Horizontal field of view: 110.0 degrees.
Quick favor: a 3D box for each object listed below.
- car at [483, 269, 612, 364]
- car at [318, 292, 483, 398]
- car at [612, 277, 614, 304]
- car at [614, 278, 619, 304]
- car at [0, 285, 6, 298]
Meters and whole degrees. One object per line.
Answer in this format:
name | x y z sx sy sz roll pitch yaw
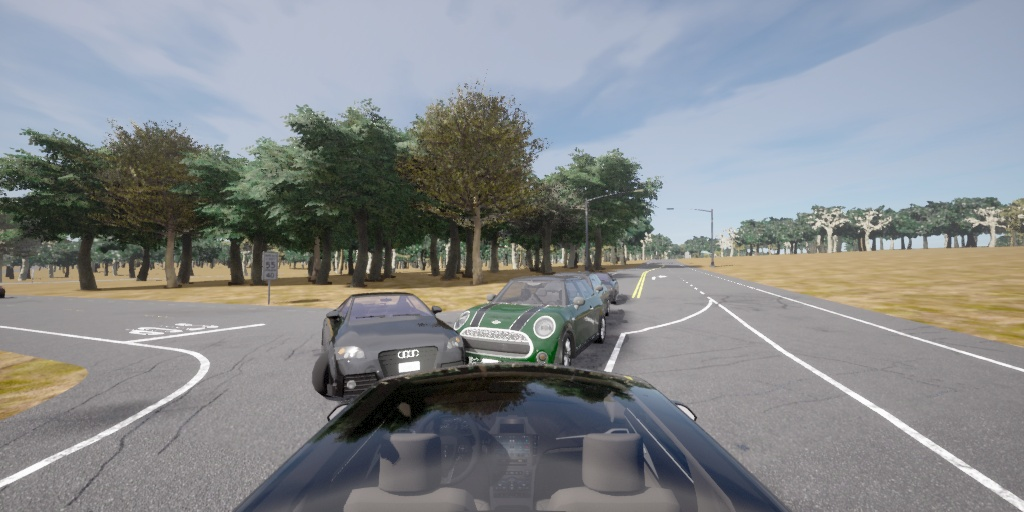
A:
car | 0.619 1.218 7.804 2.097 1.767 4.553 -1 -2 26
car | -2.353 1.376 6.599 1.994 1.385 4.181 1 -2 -29
car | 2.025 1.344 12.117 2.097 1.767 4.553 -1 -1 21
car | 4.219 1.509 17.844 1.994 1.385 4.181 -1 0 19
car | -40.859 2.560 27.362 4.181 1.385 1.994 -2 -3 22
